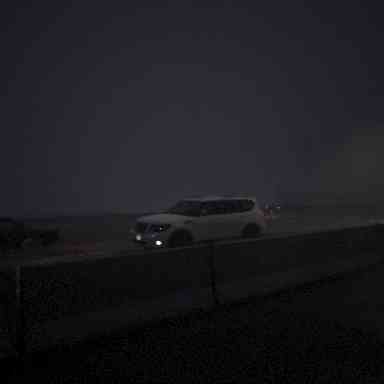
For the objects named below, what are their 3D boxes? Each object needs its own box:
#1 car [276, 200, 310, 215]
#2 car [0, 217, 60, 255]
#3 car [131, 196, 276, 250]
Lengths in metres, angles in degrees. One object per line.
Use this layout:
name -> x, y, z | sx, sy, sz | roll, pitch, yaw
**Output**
car -> 9.139, 1.484, 31.889 | 4.718, 1.301, 1.895 | 0, 0, -35
car -> -7.313, 1.597, 11.674 | 4.718, 1.301, 1.895 | 0, 0, -35
car -> 0.441, 1.186, 12.905 | 5.566, 2.045, 2.150 | 0, 0, -35
